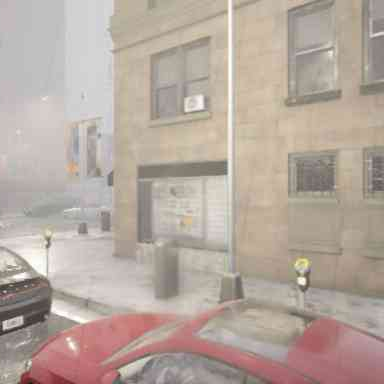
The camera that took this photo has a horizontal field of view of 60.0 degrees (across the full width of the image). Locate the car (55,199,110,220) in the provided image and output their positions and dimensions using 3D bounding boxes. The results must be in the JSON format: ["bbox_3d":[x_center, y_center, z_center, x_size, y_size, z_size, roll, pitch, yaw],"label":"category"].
[{"bbox_3d":[-9.664,1.682,30.551,1.812,1.442,4.674,0,0,35],"label":"car"}]

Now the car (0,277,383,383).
[{"bbox_3d":[0.314,1.588,2.623,4.206,1.307,1.802,0,0,36],"label":"car"}]

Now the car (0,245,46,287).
[{"bbox_3d":[-4.237,1.585,5.875,4.403,1.369,2.008,0,0,36],"label":"car"}]

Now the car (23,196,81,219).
[{"bbox_3d":[-12.967,1.387,31.511,2.150,2.045,5.566,0,0,35],"label":"car"}]
